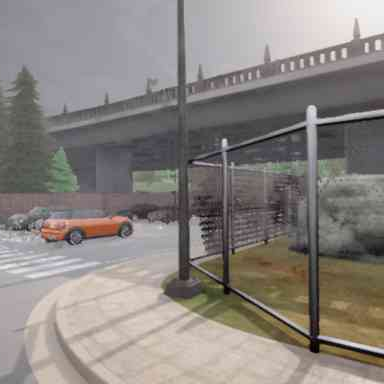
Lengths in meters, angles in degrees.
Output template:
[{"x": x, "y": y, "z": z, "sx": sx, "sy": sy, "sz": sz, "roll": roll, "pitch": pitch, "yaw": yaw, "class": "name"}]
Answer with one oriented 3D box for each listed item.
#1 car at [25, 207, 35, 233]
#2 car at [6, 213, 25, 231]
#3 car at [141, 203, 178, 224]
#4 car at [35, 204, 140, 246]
[{"x": -7.221, "y": 1.773, "z": 20.589, "sx": 2.128, "sy": 1.511, "sz": 4.902, "roll": -1, "pitch": -1, "yaw": 36, "class": "car"}, {"x": -10.046, "y": 1.678, "z": 22.656, "sx": 2.097, "sy": 1.767, "sz": 4.553, "roll": -1, "pitch": -1, "yaw": 36, "class": "car"}, {"x": -1.823, "y": 1.807, "z": 28.121, "sx": 1.812, "sy": 1.442, "sz": 4.674, "roll": -1, "pitch": -1, "yaw": 36, "class": "car"}, {"x": -5.188, "y": 1.586, "z": 17.075, "sx": 2.097, "sy": 1.767, "sz": 4.553, "roll": -1, "pitch": -1, "yaw": 36, "class": "car"}]
